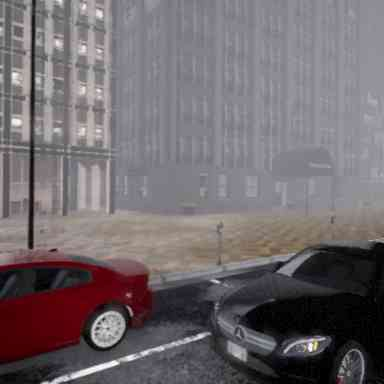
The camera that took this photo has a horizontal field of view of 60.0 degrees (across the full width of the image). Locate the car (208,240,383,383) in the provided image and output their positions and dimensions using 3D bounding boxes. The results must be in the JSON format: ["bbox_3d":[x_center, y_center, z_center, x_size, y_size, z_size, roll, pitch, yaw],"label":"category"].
[{"bbox_3d":[2.401,1.529,5.093,4.674,1.442,1.812,0,0,-36],"label":"car"}]

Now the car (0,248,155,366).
[{"bbox_3d":[-2.707,1.545,4.619,4.507,1.381,1.887,0,1,-36],"label":"car"}]
